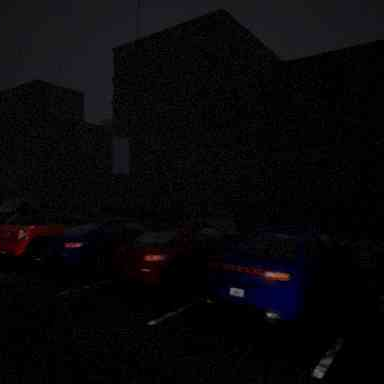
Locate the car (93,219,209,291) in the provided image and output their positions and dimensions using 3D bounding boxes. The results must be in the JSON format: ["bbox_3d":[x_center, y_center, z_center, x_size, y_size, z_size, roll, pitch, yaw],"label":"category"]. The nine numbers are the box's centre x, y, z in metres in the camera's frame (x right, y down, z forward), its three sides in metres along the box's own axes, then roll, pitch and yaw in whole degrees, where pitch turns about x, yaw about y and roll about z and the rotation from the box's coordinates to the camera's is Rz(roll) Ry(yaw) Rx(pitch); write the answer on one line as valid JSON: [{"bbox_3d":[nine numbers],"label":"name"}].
[{"bbox_3d":[-0.061,1.521,9.030,2.002,1.452,4.674,0,0,36],"label":"car"}]

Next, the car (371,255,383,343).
[{"bbox_3d":[4.411,1.520,5.804,2.002,1.452,4.674,0,0,36],"label":"car"}]

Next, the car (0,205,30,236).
[{"bbox_3d":[-11.254,1.513,17.085,2.163,1.488,4.792,0,0,36],"label":"car"}]

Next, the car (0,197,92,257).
[{"bbox_3d":[-6.782,1.233,13.855,2.435,2.045,5.566,0,0,36],"label":"car"}]

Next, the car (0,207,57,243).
[{"bbox_3d":[-9.000,1.524,15.496,2.002,1.452,4.674,0,0,36],"label":"car"}]

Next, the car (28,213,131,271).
[{"bbox_3d":[-2.402,1.522,10.722,2.002,1.452,4.674,0,0,36],"label":"car"}]

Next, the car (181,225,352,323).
[{"bbox_3d":[2.171,1.480,7.413,2.097,1.535,5.008,0,0,36],"label":"car"}]
